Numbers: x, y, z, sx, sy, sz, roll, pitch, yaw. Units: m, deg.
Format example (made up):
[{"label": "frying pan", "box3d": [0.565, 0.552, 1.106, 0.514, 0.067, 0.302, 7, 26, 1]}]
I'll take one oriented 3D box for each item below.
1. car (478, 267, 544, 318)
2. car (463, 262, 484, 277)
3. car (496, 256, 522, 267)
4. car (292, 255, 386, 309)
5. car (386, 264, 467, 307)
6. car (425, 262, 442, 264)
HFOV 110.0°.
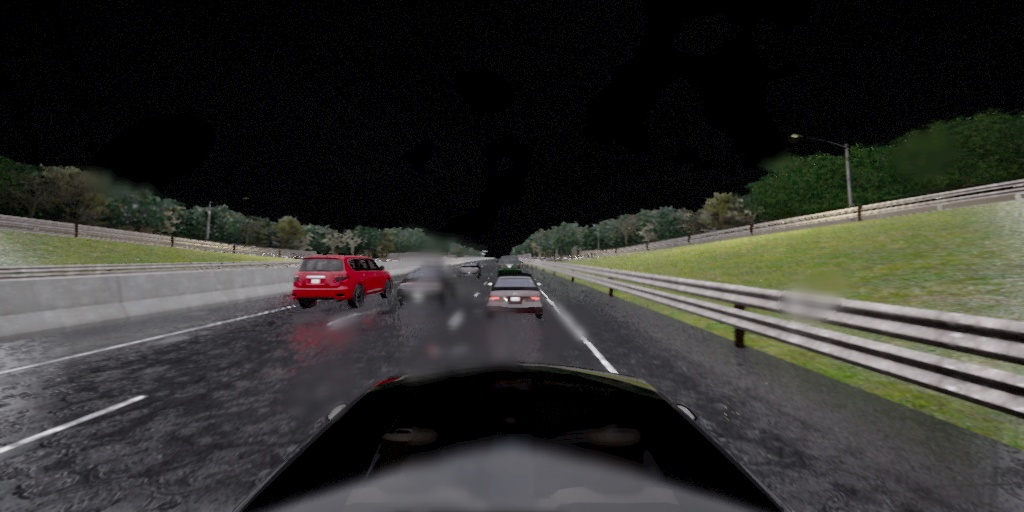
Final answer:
[{"label": "car", "box3d": [0.092, 1.313, 13.013, 2.033, 1.411, 5.357, 0, 0, 0]}, {"label": "car", "box3d": [-3.785, 1.283, 33.699, 2.128, 1.511, 4.902, 0, 0, -1]}, {"label": "car", "box3d": [-0.275, 1.014, 33.385, 2.150, 2.045, 5.566, 0, 0, -1]}, {"label": "car", "box3d": [-6.929, 0.990, 15.293, 2.150, 2.045, 5.566, 0, 0, 0]}, {"label": "car", "box3d": [-3.435, 1.261, 15.480, 2.128, 1.511, 4.902, 0, 0, 0]}, {"label": "car", "box3d": [-7.286, 1.281, 33.709, 2.128, 1.511, 4.902, 0, 0, -1]}]
